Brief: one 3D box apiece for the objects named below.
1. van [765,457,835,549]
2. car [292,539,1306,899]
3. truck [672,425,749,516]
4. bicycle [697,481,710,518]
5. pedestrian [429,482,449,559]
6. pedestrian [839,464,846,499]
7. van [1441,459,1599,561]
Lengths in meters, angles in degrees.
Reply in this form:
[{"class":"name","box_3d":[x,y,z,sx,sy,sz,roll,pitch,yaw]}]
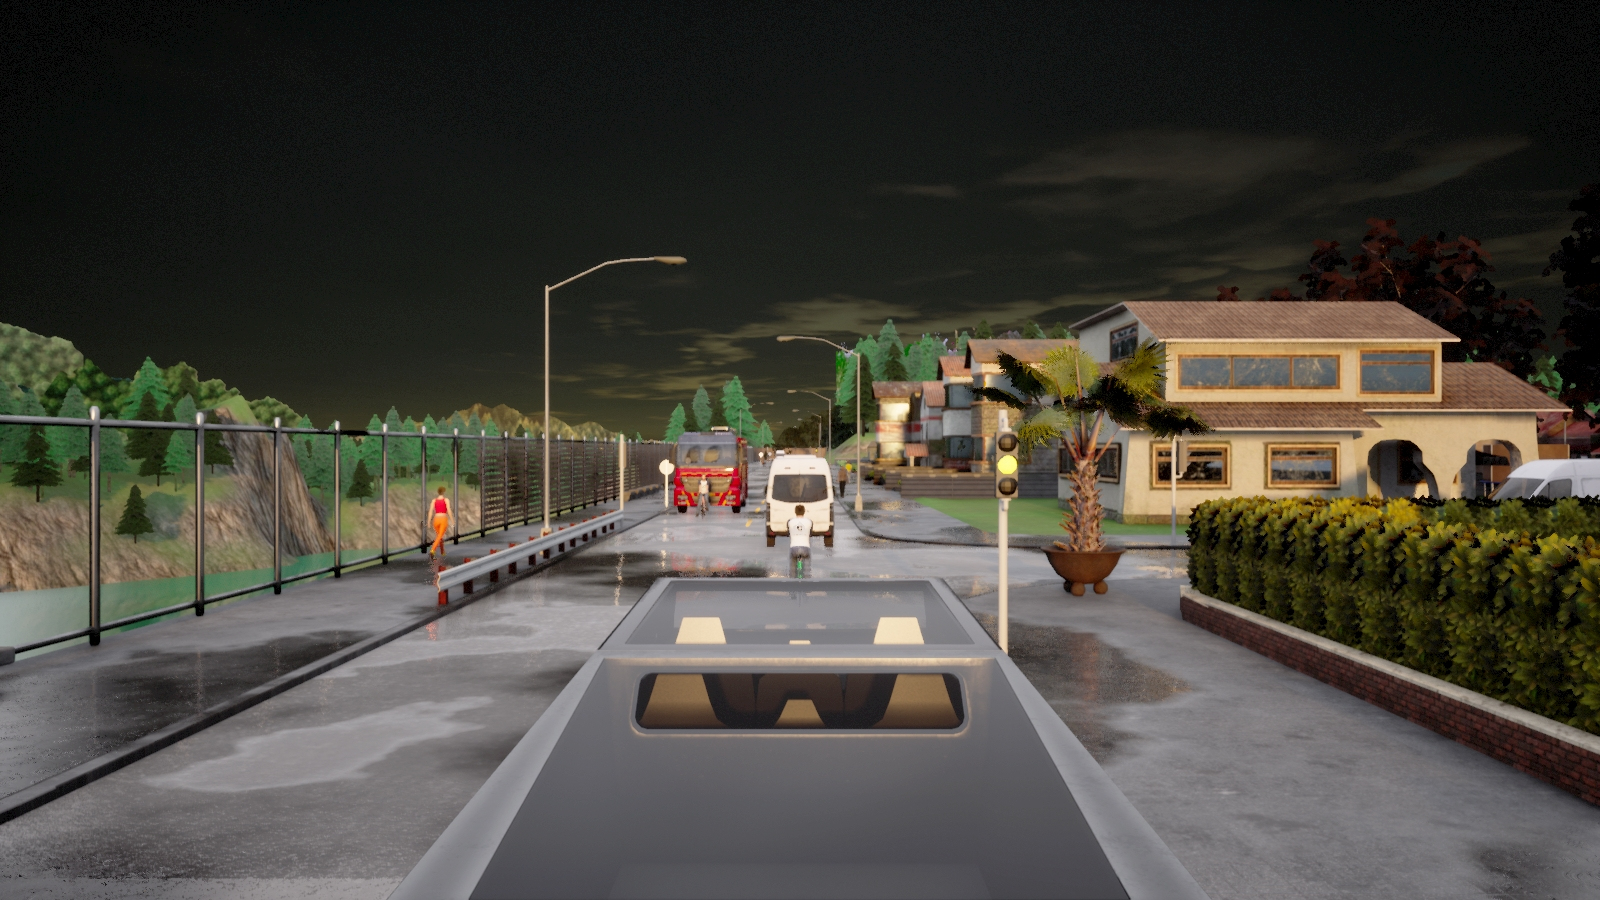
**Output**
[{"class":"van","box_3d":[0.002,1.520,35.126,1.988,2.561,5.915,0,0,0]},{"class":"car","box_3d":[-0.001,1.751,5.830,2.390,2.098,6.274,0,0,0]},{"class":"truck","box_3d":[-3.997,0.871,52.639,2.891,3.827,8.468,0,0,0]},{"class":"bicycle","box_3d":[-3.996,2.038,47.352,0.373,1.496,1.643,0,0,0]},{"class":"pedestrian","box_3d":[-8.886,1.733,28.125,0.375,1.860,0.375,0,0,2]},{"class":"pedestrian","box_3d":[2.301,1.701,61.925,0.375,1.860,0.375,0,0,1]},{"class":"van","box_3d":[20.333,1.523,29.984,5.915,2.561,1.988,0,0,0]}]
